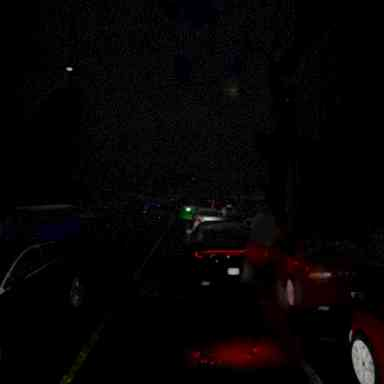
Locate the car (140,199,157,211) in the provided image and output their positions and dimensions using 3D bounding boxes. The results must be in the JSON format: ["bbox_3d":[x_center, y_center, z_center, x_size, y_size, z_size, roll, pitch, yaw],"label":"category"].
[{"bbox_3d":[-5.900,1.715,45.612,1.752,1.417,4.829,0,0,0],"label":"car"}]

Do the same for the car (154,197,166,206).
[{"bbox_3d":[-5.949,1.704,62.094,1.967,1.590,4.097,0,0,0],"label":"car"}]

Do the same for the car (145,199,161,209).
[{"bbox_3d":[-5.916,1.780,51.219,1.947,1.339,4.313,0,0,0],"label":"car"}]

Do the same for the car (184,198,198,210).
[{"bbox_3d":[-0.130,1.675,47.393,1.882,1.535,5.008,0,0,0],"label":"car"}]

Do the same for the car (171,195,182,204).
[{"bbox_3d":[-3.212,1.653,71.277,2.097,1.767,4.553,0,0,0],"label":"car"}]

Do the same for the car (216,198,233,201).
[{"bbox_3d":[2.674,1.435,29.495,2.192,1.841,5.009,0,0,0],"label":"car"}]

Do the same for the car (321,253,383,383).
[{"bbox_3d":[2.756,1.554,2.307,1.887,1.381,4.507,0,0,0],"label":"car"}]

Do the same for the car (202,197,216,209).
[{"bbox_3d":[2.609,1.654,51.244,1.967,1.590,4.097,0,0,0],"label":"car"}]

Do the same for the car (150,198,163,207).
[{"bbox_3d":[-5.932,1.764,56.487,1.752,1.417,4.829,0,0,0],"label":"car"}]

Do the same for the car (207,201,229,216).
[{"bbox_3d":[2.658,1.693,34.931,2.008,1.369,4.403,0,0,0],"label":"car"}]

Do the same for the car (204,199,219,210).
[{"bbox_3d":[2.625,1.735,45.807,1.887,1.381,4.507,0,0,0],"label":"car"}]

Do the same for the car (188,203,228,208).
[{"bbox_3d":[0.843,1.604,19.443,1.812,1.442,4.674,0,0,0],"label":"car"}]

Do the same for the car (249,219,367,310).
[{"bbox_3d":[2.739,1.576,7.744,1.887,1.381,4.507,0,0,0],"label":"car"}]

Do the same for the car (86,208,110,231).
[{"bbox_3d":[-5.818,1.626,18.594,2.008,1.369,4.403,0,0,0],"label":"car"}]

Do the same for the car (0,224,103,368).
[{"bbox_3d":[-3.115,1.512,5.031,2.128,1.511,4.902,0,0,0],"label":"car"}]

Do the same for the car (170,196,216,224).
[{"bbox_3d":[0.262,1.326,25.693,2.150,2.045,5.566,0,0,11],"label":"car"}]

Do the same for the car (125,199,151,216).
[{"bbox_3d":[-5.867,1.709,34.906,1.947,1.339,4.313,0,0,0],"label":"car"}]

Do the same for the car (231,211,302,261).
[{"bbox_3d":[2.723,1.579,13.352,1.752,1.417,4.829,0,0,0],"label":"car"}]

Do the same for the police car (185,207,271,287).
[{"bbox_3d":[0.862,1.465,9.553,1.930,1.638,5.238,0,0,0],"label":"police car"}]

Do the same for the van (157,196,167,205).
[{"bbox_3d":[-5.965,1.630,67.532,1.690,1.788,3.998,0,0,0],"label":"van"}]

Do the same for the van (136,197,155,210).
[{"bbox_3d":[-5.884,1.508,40.345,1.690,1.788,3.998,0,0,0],"label":"van"}]

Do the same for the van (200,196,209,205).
[{"bbox_3d":[2.560,1.630,67.558,1.690,1.788,3.998,0,0,0],"label":"van"}]

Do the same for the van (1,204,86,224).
[{"bbox_3d":[-5.802,1.394,13.157,1.690,1.788,3.998,0,0,0],"label":"van"}]

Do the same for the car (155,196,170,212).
[{"bbox_3d":[-3.220,1.648,41.250,1.882,1.535,5.008,0,0,0],"label":"car"}]

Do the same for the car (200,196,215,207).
[{"bbox_3d":[2.592,1.554,56.683,2.192,1.841,5.009,0,0,0],"label":"car"}]

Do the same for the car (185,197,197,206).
[{"bbox_3d":[-0.182,1.751,61.213,2.128,1.511,4.902,0,0,0],"label":"car"}]

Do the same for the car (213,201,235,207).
[{"bbox_3d":[2.690,1.623,24.227,1.752,1.417,4.829,0,0,0],"label":"car"}]

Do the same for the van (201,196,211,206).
[{"bbox_3d":[2.576,1.605,62.120,1.690,1.788,3.998,0,0,0],"label":"van"}]

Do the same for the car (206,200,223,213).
[{"bbox_3d":[2.641,1.692,40.539,1.752,1.417,4.829,0,0,0],"label":"car"}]
